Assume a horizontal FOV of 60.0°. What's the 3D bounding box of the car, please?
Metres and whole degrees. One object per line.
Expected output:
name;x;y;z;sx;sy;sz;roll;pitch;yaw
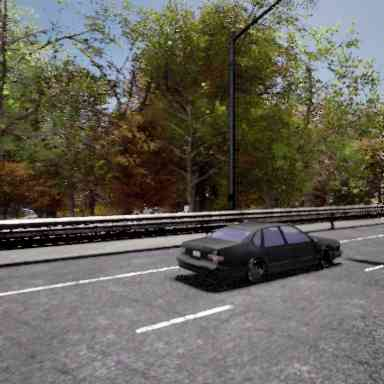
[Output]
car;2.151;1.569;9.631;5.357;1.411;2.033;0;0;-36
